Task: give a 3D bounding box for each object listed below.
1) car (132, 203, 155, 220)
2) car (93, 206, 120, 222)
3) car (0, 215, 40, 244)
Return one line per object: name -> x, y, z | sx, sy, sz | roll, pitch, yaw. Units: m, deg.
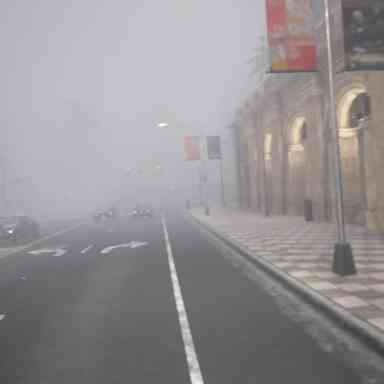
car -> -4.459, 1.710, 30.655 | 2.033, 1.411, 5.357 | -4, 0, -4
car -> -8.054, 1.990, 31.698 | 1.895, 1.301, 4.718 | -4, 0, -5
car -> -10.465, 2.117, 19.447 | 1.812, 1.442, 4.674 | -4, 0, -5
